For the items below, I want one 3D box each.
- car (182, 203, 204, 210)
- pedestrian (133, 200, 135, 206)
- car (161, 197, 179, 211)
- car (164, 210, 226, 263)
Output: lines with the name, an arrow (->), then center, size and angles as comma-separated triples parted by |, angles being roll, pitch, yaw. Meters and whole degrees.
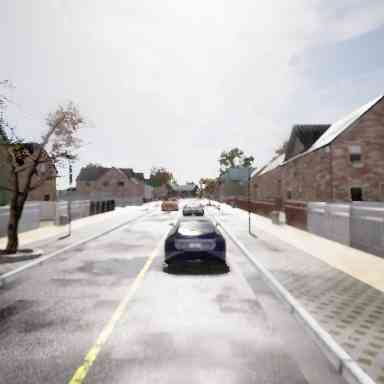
car -> 0.107, 1.631, 29.506 | 1.895, 1.301, 4.718 | 0, 0, 0
pedestrian -> -9.896, 1.927, 56.414 | 0.500, 1.100, 0.500 | 0, -2, 5
car -> -2.741, 1.415, 41.982 | 2.097, 1.767, 4.553 | 0, 0, 0
car -> 0.102, 1.570, 11.941 | 1.994, 1.385, 4.181 | 0, 0, 0
